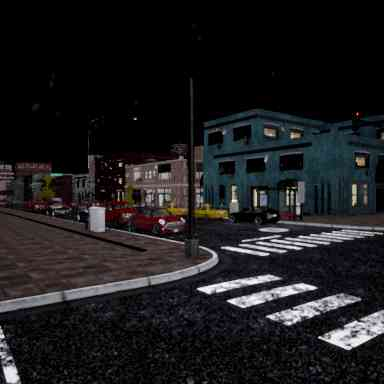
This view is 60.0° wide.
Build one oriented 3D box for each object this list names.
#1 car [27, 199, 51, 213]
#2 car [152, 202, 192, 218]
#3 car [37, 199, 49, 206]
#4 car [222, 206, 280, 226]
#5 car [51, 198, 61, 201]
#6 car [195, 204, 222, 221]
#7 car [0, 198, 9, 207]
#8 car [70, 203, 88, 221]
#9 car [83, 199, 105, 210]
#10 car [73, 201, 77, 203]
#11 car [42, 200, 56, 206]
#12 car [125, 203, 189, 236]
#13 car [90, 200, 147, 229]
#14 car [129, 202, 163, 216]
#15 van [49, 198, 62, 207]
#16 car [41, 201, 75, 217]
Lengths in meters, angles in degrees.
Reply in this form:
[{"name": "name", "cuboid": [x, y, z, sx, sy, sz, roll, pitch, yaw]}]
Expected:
[{"name": "car", "cuboid": [-22.264, 1.952, 47.551, 2.192, 1.841, 5.009, -1, 0, -36]}, {"name": "car", "cuboid": [-2.184, 1.820, 34.446, 1.752, 1.417, 4.829, -1, 0, -36]}, {"name": "car", "cuboid": [-35.803, 2.495, 79.901, 1.752, 1.417, 4.829, -1, 0, -36]}, {"name": "car", "cuboid": [4.643, 1.724, 25.219, 1.947, 1.339, 4.313, -1, 0, -36]}, {"name": "car", "cuboid": [-25.297, 2.265, 61.343, 1.812, 1.442, 4.674, -1, 0, -35]}, {"name": "car", "cuboid": [1.178, 1.753, 29.901, 1.752, 1.417, 4.829, -1, 0, -36]}, {"name": "car", "cuboid": [-42.470, 2.357, 74.798, 2.192, 1.841, 5.009, -1, 0, -36]}, {"name": "car", "cuboid": [-8.811, 1.918, 29.370, 2.008, 1.369, 4.403, -1, 0, -36]}, {"name": "car", "cuboid": [-15.533, 2.002, 52.491, 1.967, 1.590, 4.097, -1, 0, -36]}, {"name": "car", "cuboid": [-22.254, 2.279, 61.582, 1.802, 1.307, 4.206, -1, 0, -36]}, {"name": "car", "cuboid": [-32.340, 2.444, 75.219, 1.887, 1.381, 4.507, -1, 0, -36]}, {"name": "car", "cuboid": [-2.089, 1.673, 20.279, 1.967, 1.590, 4.097, -1, 0, -36]}, {"name": "car", "cuboid": [-5.454, 1.616, 24.824, 2.192, 1.841, 5.009, -1, 0, -36]}, {"name": "car", "cuboid": [-5.445, 1.911, 38.855, 2.008, 1.369, 4.403, -1, 0, -36]}, {"name": "van", "cuboid": [-28.983, 2.173, 70.673, 1.690, 1.788, 3.998, -1, 0, -36]}, {"name": "car", "cuboid": [-15.535, 2.053, 38.460, 2.008, 1.369, 4.403, -1, 0, -36]}]
